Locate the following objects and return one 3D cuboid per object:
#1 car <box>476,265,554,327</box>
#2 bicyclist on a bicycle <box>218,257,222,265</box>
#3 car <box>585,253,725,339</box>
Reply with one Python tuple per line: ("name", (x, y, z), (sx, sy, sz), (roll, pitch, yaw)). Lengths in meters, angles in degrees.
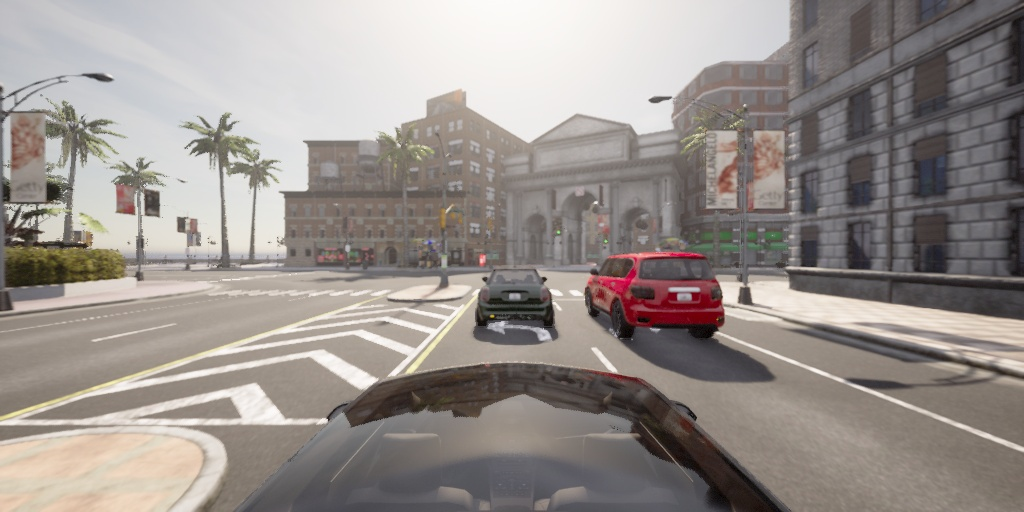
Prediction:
("car", (0.084, 1.070, 11.496), (2.097, 1.767, 4.553), (0, 0, 0))
("bicyclist on a bicycle", (-38.381, 0.902, 47.500), (0.582, 1.620, 1.656), (0, 0, 0))
("car", (3.582, 0.942, 10.099), (2.150, 2.045, 5.566), (0, 0, 0))
